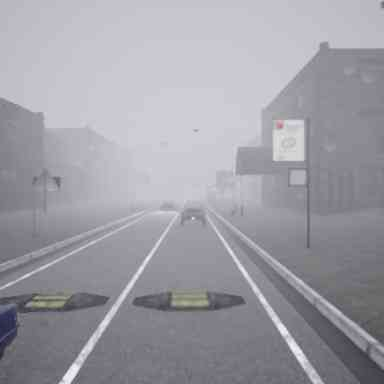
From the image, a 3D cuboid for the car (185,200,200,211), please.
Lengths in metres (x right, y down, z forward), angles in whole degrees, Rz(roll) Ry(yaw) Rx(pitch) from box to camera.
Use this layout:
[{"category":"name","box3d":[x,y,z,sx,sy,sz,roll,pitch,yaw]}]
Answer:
[{"category":"car","box3d":[0.062,1.722,43.238,1.895,1.301,4.718,0,0,0]}]

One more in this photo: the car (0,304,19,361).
[{"category":"car","box3d":[-3.093,1.608,1.916,1.895,1.301,4.718,0,0,0]}]

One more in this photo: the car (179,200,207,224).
[{"category":"car","box3d":[0.078,1.600,25.698,1.837,1.490,4.892,0,0,0]}]

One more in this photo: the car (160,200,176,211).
[{"category":"car","box3d":[-3.118,1.722,43.671,1.895,1.301,4.718,0,0,0]}]
